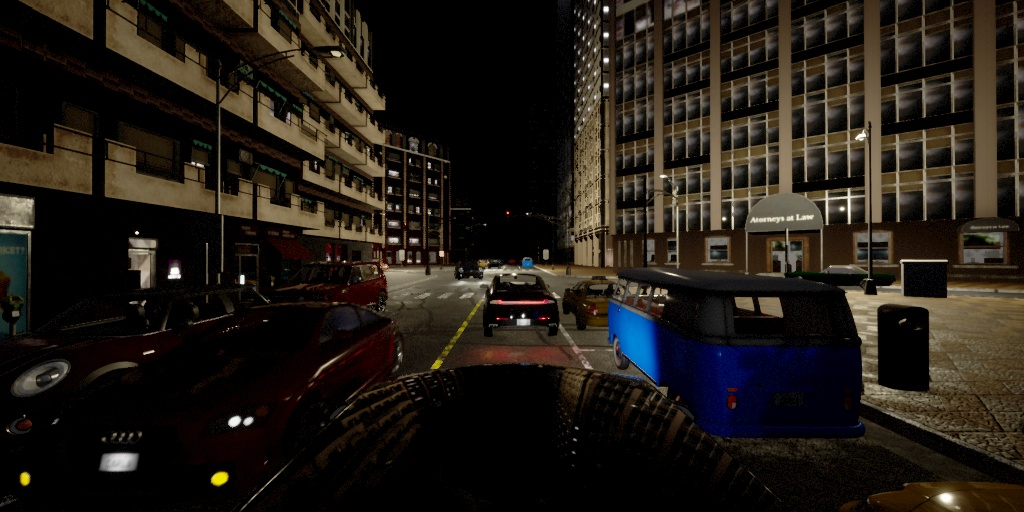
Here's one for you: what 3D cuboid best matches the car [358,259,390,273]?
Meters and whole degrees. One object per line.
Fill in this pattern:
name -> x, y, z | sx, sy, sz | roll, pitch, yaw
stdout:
car -> -18.487, 1.289, 48.078 | 4.553, 1.767, 2.097 | -1, -1, 41

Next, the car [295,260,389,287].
car -> -5.316, 1.068, 10.700 | 2.192, 1.841, 5.009 | 0, 0, 0

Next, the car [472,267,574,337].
car -> 0.132, 1.244, 10.312 | 2.128, 1.511, 4.902 | 0, 0, -3

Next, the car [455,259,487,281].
car -> -3.682, 1.125, 30.617 | 2.097, 1.767, 4.553 | 0, 0, -12

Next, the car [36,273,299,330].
car -> -5.315, 1.191, 5.164 | 1.967, 1.591, 4.097 | 0, 0, 0

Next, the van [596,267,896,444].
van -> 2.565, 1.092, 5.171 | 1.690, 1.789, 3.998 | 0, 0, 0

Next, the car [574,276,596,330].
car -> 2.564, 1.278, 10.877 | 1.751, 1.417, 4.829 | 0, 0, 0

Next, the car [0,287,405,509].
car -> -2.858, 1.314, 4.597 | 1.994, 1.385, 4.181 | 0, 0, 0

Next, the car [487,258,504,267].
car -> -2.824, 1.425, 58.789 | 1.895, 1.301, 4.718 | 0, 0, 2

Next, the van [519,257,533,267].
van -> 2.558, 1.167, 59.700 | 1.690, 1.789, 3.998 | 0, 0, 0

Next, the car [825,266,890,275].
car -> 18.306, 1.194, 20.426 | 4.718, 1.301, 1.895 | -1, -1, 40
